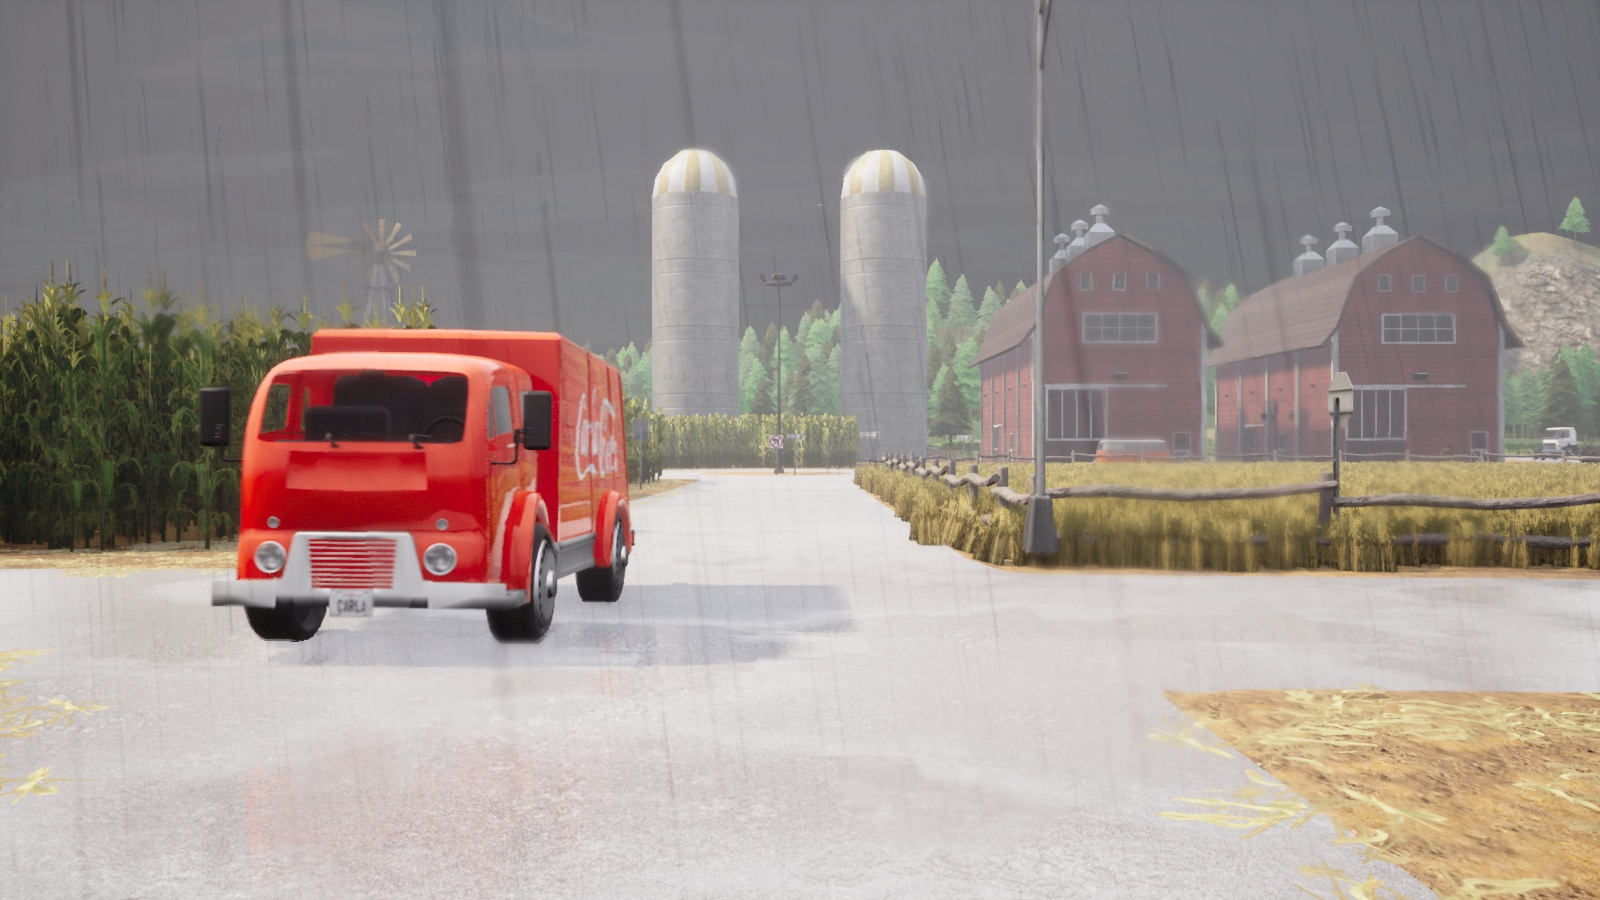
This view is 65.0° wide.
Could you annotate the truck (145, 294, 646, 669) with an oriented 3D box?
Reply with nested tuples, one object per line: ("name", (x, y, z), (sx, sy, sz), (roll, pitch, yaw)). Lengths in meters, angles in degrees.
("truck", (-3.016, 0.237, 10.975), (2.627, 2.467, 5.204), (1, -1, 0))

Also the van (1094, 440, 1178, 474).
("van", (19.849, 0.412, 74.243), (4.442, 1.987, 1.775), (0, 0, -4))
